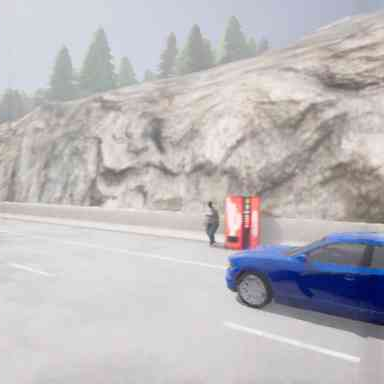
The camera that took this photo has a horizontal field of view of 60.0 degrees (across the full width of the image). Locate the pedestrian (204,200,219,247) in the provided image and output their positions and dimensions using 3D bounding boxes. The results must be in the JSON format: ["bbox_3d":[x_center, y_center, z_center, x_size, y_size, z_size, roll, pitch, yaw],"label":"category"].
[{"bbox_3d":[0.756,1.223,13.073,0.375,1.860,0.375,1,0,35],"label":"pedestrian"}]

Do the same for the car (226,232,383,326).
[{"bbox_3d":[3.006,1.474,6.093,5.008,1.535,1.882,1,0,36],"label":"car"}]

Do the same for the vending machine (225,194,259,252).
[{"bbox_3d":[1.940,1.138,12.924,0.880,2.100,1.100,1,0,35],"label":"vending machine"}]
